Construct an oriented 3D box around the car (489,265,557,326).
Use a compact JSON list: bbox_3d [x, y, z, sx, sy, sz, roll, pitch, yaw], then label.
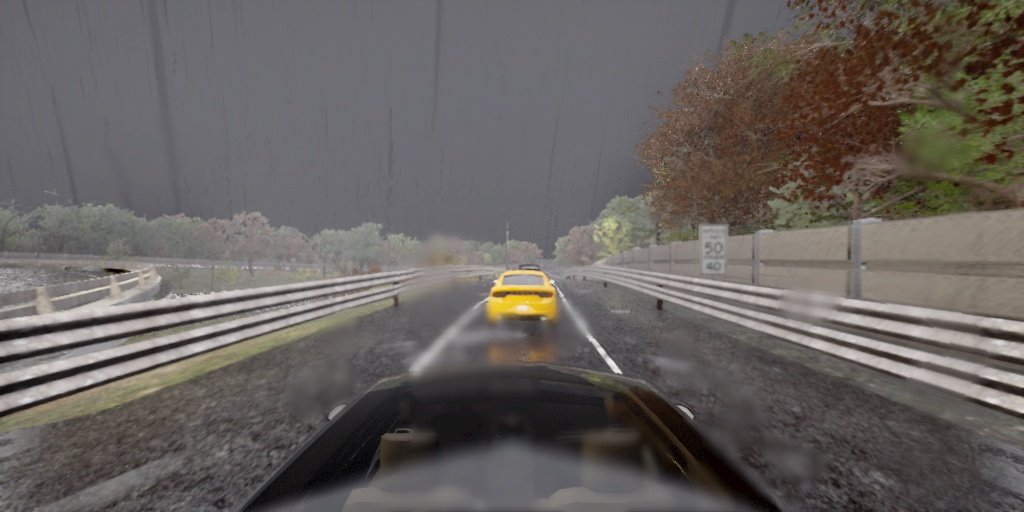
[{"bbox_3d":[0.384,1.209,11.670,1.882,1.535,5.008,0,-1,3],"label":"car"}]
